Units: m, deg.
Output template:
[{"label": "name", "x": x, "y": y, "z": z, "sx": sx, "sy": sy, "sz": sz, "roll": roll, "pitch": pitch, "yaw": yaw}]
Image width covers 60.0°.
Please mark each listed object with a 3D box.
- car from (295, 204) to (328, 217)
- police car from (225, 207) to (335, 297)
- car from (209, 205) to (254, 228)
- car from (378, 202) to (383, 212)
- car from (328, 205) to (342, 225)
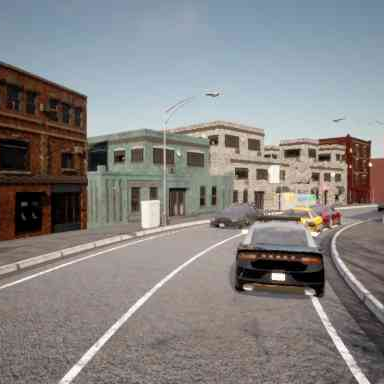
[{"label": "car", "x": 5.783, "y": 1.471, "z": 17.631, "sx": 1.801, "sy": 1.575, "sz": 5.366, "roll": 1, "pitch": 0, "yaw": 28}, {"label": "police car", "x": 2.316, "y": 1.428, "z": 8.885, "sx": 1.930, "sy": 1.638, "sz": 5.238, "roll": 0, "pitch": 0, "yaw": 15}, {"label": "car", "x": 3.064, "y": 1.524, "z": 21.421, "sx": 2.033, "sy": 1.411, "sz": 5.357, "roll": 1, "pitch": 0, "yaw": 30}, {"label": "car", "x": 24.019, "y": 1.683, "z": 40.135, "sx": 4.181, "sy": 1.385, "sz": 1.994, "roll": 0, "pitch": 1, "yaw": -44}, {"label": "car", "x": 8.673, "y": 1.557, "z": 22.225, "sx": 1.812, "sy": 1.442, "sz": 4.674, "roll": 1, "pitch": 0, "yaw": 36}]
